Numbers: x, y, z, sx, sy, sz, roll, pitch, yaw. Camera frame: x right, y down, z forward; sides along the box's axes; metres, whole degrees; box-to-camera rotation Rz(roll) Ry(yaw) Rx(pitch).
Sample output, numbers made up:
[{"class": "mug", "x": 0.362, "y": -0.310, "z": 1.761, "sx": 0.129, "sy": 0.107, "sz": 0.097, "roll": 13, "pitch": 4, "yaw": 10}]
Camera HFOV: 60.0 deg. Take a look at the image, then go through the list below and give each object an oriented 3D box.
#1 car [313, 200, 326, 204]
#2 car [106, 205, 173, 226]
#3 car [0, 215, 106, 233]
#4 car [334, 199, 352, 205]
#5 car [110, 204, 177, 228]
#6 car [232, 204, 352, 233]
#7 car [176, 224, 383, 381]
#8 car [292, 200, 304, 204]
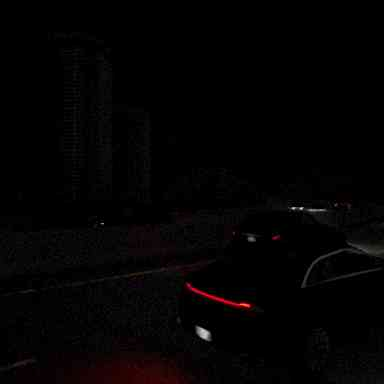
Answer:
[{"class": "car", "x": 20.420, "y": 2.008, "z": 53.335, "sx": 1.812, "sy": 1.442, "sz": 4.674, "roll": 0, "pitch": 0, "yaw": 22}, {"class": "car", "x": -3.423, "y": 1.624, "z": 19.519, "sx": 4.892, "sy": 1.490, "sz": 1.837, "roll": 1, "pitch": 0, "yaw": -42}, {"class": "car", "x": -5.845, "y": 1.625, "z": 12.990, "sx": 4.181, "sy": 1.385, "sz": 1.994, "roll": 1, "pitch": 0, "yaw": -38}, {"class": "car", "x": 20.790, "y": 1.783, "z": 45.755, "sx": 2.097, "sy": 1.767, "sz": 4.553, "roll": 0, "pitch": 0, "yaw": 26}, {"class": "car", "x": -3.456, "y": 1.678, "z": 24.243, "sx": 4.674, "sy": 1.442, "sz": 1.812, "roll": 1, "pitch": 0, "yaw": -44}, {"class": "car", "x": 3.366, "y": 1.449, "z": 11.309, "sx": 4.553, "sy": 1.767, "sz": 2.097, "roll": 1, "pitch": -1, "yaw": -41}, {"class": "car", "x": 2.030, "y": 1.542, "z": 5.603, "sx": 4.902, "sy": 1.511, "sz": 2.128, "roll": 1, "pitch": 0, "yaw": -39}, {"class": "car", "x": 19.156, "y": 2.069, "z": 59.794, "sx": 2.033, "sy": 1.411, "sz": 5.357, "roll": 0, "pitch": 0, "yaw": 19}]
